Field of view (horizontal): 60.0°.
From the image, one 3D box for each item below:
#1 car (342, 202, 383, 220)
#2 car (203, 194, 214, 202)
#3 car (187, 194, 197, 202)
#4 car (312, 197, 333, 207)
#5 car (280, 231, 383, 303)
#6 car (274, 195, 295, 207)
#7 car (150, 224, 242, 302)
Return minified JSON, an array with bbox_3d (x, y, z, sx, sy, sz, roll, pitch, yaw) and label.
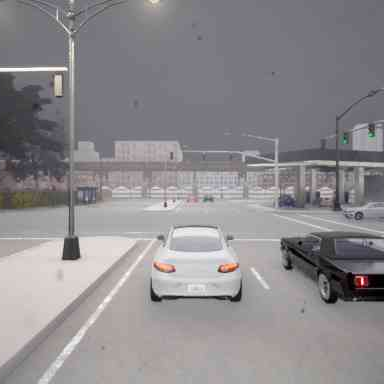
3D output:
[{"bbox_3d":[14.897,1.532,27.494,4.674,1.442,1.812,0,0,-1],"label":"car"},{"bbox_3d":[3.523,1.281,72.326,2.097,1.767,4.553,0,0,0],"label":"car"},{"bbox_3d":[0.023,1.274,72.327,2.097,1.767,4.553,0,0,0],"label":"car"},{"bbox_3d":[18.971,1.450,48.439,1.970,1.475,3.806,0,0,0],"label":"car"},{"bbox_3d":[3.590,1.602,8.123,1.895,1.301,4.718,0,0,0],"label":"car"},{"bbox_3d":[13.226,1.278,47.678,2.242,1.667,4.611,0,0,0],"label":"car"},{"bbox_3d":[0.084,1.519,8.140,1.812,1.442,4.674,0,0,0],"label":"car"}]
